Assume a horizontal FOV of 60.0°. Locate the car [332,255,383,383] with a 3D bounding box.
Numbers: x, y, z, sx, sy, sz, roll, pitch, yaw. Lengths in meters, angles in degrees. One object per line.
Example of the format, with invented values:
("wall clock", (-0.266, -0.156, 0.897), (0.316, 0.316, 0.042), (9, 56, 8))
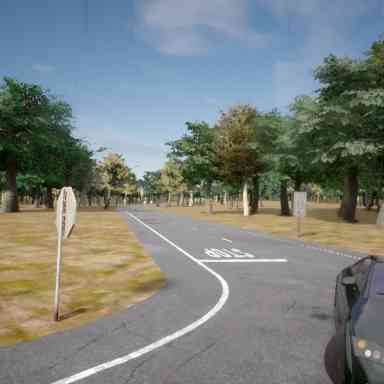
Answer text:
("car", (3.076, 1.642, 4.582), (1.994, 1.385, 4.181), (1, -1, 22))
